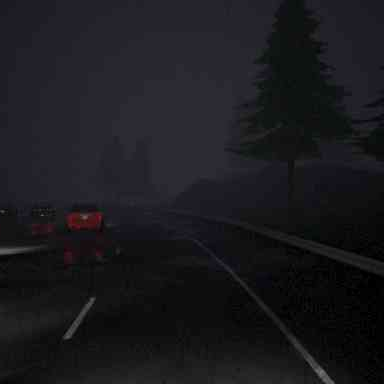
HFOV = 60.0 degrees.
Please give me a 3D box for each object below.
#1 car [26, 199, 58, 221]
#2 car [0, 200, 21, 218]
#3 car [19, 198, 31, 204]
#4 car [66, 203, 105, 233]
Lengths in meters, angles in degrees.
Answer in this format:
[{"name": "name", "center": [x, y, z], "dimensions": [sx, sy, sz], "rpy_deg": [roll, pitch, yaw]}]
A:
[{"name": "car", "center": [-12.994, 1.688, 29.187], "dimensions": [2.128, 1.511, 4.902], "rpy_deg": [0, 0, -22]}, {"name": "car", "center": [-18.329, 1.794, 32.702], "dimensions": [1.994, 1.385, 4.181], "rpy_deg": [0, 0, -25]}, {"name": "car", "center": [-39.109, 2.025, 78.047], "dimensions": [1.994, 1.385, 4.181], "rpy_deg": [0, 0, -40]}, {"name": "car", "center": [-6.609, 1.486, 20.966], "dimensions": [2.097, 1.767, 4.553], "rpy_deg": [0, 0, -14]}]
